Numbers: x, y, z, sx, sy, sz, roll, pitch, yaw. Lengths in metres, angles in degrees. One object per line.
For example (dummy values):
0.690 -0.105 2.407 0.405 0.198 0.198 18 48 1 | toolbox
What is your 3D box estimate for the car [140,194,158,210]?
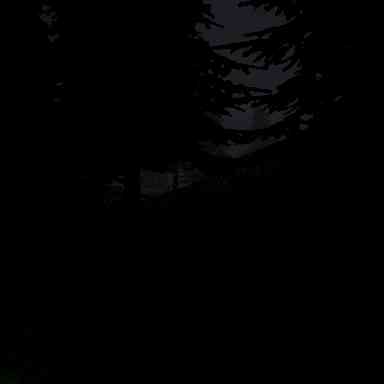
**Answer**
-6.466 1.206 39.262 2.150 2.045 5.566 0 0 37 | car
